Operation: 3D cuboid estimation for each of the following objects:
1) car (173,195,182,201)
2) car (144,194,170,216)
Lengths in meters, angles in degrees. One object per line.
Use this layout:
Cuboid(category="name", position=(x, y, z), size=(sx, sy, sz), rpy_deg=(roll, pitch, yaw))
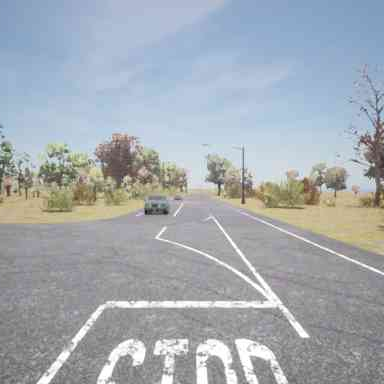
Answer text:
Cuboid(category="car", position=(-3.326, 1.397, 77.930), size=(1.837, 1.490, 4.892), rpy_deg=(0, 0, 2))
Cuboid(category="car", position=(-3.403, 1.203, 32.961), size=(2.150, 2.045, 5.566), rpy_deg=(0, 0, 0))
